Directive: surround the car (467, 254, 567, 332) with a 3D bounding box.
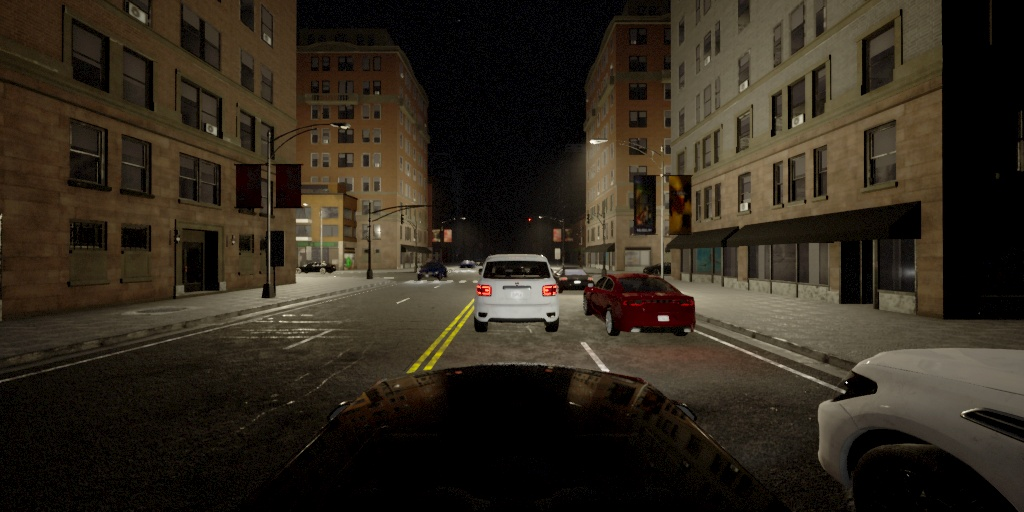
[{"bbox_3d":[0.116,0.971,10.963,2.150,2.045,5.566,0,0,0],"label":"car"}]

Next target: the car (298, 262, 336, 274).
[{"bbox_3d":[-22.070,1.326,40.283,4.313,1.339,1.948,0,0,0],"label":"car"}]

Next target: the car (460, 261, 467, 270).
[{"bbox_3d":[-6.525,1.343,52.880,1.895,1.301,4.718,0,0,0],"label":"car"}]

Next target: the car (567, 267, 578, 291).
[{"bbox_3d":[3.376,1.313,20.485,1.994,1.385,4.181,0,0,0],"label":"car"}]

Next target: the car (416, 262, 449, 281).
[{"bbox_3d":[-6.570,1.265,30.056,1.812,1.442,4.674,0,0,0],"label":"car"}]

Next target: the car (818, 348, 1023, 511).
[{"bbox_3d":[3.347,0.972,0.237,2.150,2.045,5.566,0,0,0],"label":"car"}]

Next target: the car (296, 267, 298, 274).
[{"bbox_3d":[-22.123,1.169,32.258,4.097,1.591,1.967,0,0,0],"label":"car"}]

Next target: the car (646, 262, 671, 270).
[{"bbox_3d":[16.085,1.351,37.847,4.181,1.385,1.994,0,0,0],"label":"car"}]

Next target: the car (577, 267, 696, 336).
[{"bbox_3d":[3.362,1.228,10.397,1.882,1.535,5.008,0,0,0],"label":"car"}]
